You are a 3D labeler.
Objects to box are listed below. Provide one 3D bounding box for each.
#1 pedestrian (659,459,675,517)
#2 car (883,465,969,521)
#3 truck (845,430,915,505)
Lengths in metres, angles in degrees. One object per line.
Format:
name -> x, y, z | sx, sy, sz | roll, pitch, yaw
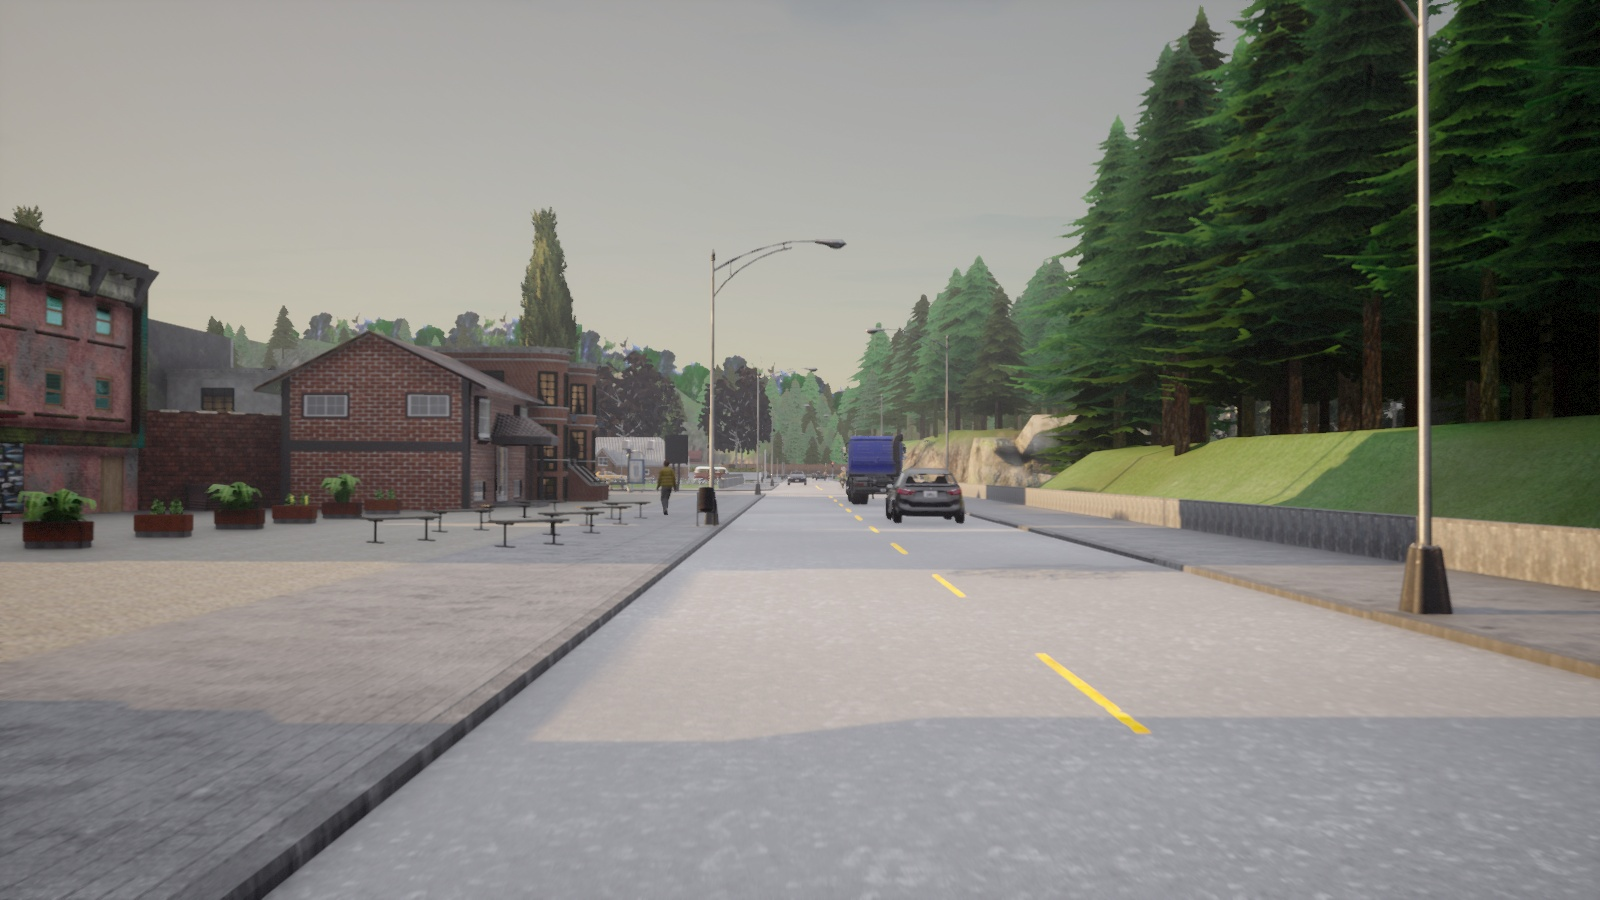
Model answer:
pedestrian -> -4.292, 1.221, 40.591 | 0.370, 1.835, 0.726 | 0, -1, -17
car -> 3.908, 1.310, 39.836 | 2.242, 1.667, 4.611 | 0, -1, 0
truck -> 3.852, 0.857, 62.130 | 2.891, 3.462, 7.936 | 0, -1, 0
